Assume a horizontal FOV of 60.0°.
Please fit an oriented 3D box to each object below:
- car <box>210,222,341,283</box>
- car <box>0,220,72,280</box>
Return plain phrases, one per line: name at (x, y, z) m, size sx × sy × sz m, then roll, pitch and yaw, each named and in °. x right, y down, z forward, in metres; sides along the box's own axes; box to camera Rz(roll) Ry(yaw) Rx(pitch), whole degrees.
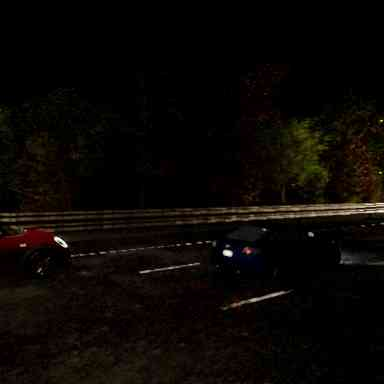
car at (2.568, 1.595, 9.910) m, size 4.181 × 1.385 × 1.994 m, roll 0°, pitch 0°, yaw -36°
car at (-5.492, 1.333, 8.441) m, size 4.553 × 1.767 × 2.097 m, roll 0°, pitch 0°, yaw -36°
